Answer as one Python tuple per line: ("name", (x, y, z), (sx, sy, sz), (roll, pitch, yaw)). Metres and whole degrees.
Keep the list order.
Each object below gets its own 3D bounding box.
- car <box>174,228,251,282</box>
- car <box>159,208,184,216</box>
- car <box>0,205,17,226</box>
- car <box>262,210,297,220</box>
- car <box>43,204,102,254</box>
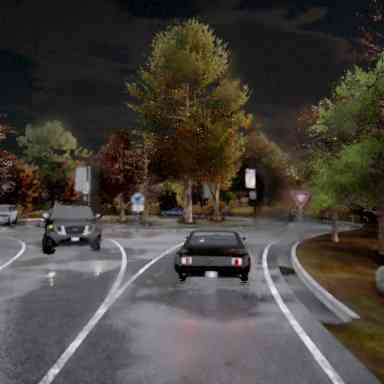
("car", (0.719, 1.756, 10.201), (1.895, 1.301, 4.718), (0, -2, 6))
("car", (-2.669, 3.380, 54.684), (5.357, 1.411, 2.033), (1, -2, 4))
("car", (-18.756, 2.258, 32.685), (2.150, 2.045, 5.566), (0, -2, -18))
("car", (11.957, 3.108, 45.653), (2.033, 1.411, 5.357), (1, -3, -27))
("car", (-5.569, 1.553, 15.345), (2.150, 2.045, 5.566), (2, -3, -23))
